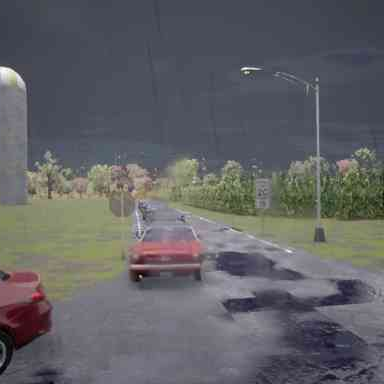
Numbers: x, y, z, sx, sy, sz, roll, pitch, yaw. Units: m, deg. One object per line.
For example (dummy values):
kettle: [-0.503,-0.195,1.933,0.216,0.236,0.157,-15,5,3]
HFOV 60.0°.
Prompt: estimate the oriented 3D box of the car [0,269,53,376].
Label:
car: [-3.931,1.534,3.488,1.812,1.442,4.674,0,0,44]

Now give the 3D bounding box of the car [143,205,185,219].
car: [-1.385,1.649,17.803,1.994,1.385,4.181,-1,0,-10]

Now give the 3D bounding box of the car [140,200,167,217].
car: [-2.344,1.601,23.448,2.128,1.511,4.902,-1,0,-10]

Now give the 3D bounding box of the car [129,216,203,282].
car: [-0.681,1.662,10.120,1.895,1.301,4.718,-1,0,-2]

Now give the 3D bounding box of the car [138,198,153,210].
car: [-6.801,1.696,48.168,1.882,1.535,5.008,-1,0,-11]

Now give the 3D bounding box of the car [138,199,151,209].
car: [-4.508,1.710,35.733,2.033,1.411,5.357,-1,0,-10]

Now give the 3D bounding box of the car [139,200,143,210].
car: [-3.464,1.701,29.869,1.994,1.385,4.181,-1,0,-10]

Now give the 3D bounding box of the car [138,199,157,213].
car: [-5.669,1.683,42.084,2.128,1.511,4.902,-1,0,-10]
